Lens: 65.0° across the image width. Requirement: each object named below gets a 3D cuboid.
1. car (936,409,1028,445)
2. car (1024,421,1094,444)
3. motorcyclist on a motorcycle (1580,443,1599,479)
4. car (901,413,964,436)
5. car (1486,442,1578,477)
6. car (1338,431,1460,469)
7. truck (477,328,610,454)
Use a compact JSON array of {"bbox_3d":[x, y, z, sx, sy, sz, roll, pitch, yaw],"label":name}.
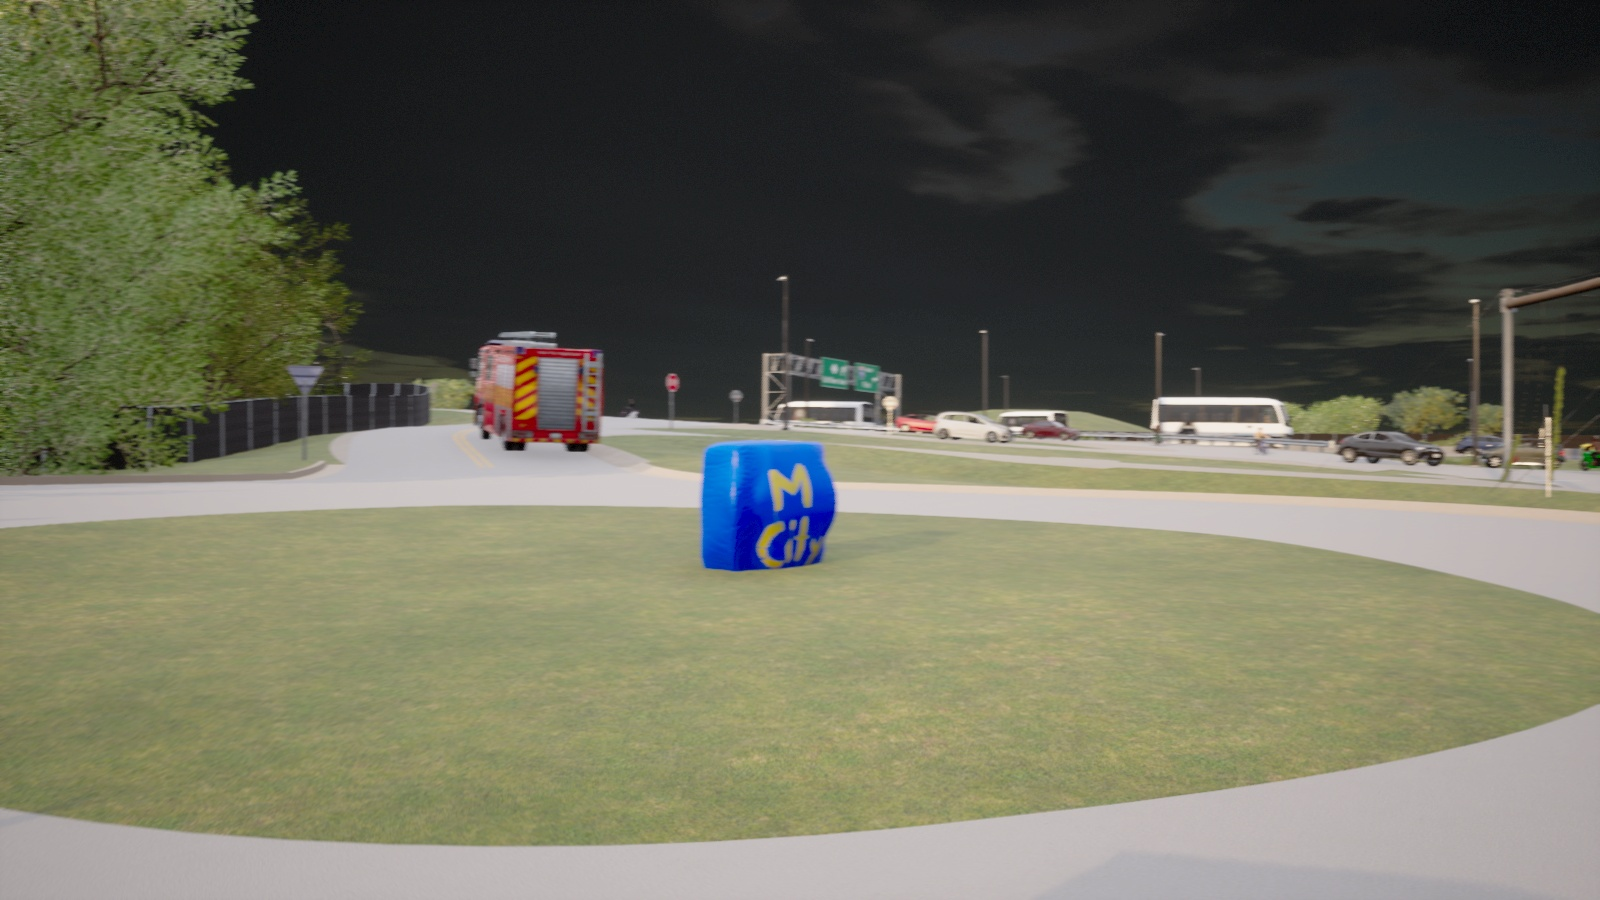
[{"bbox_3d":[10.383,-1.296,71.713,4.611,1.667,2.242,5,2,30],"label":"car"},{"bbox_3d":[19.071,-1.323,92.618,4.674,1.442,1.812,4,2,41],"label":"car"},{"bbox_3d":[35.035,0.485,54.661,0.797,1.523,2.044,1,2,-1],"label":"motorcyclist on a motorcycle"},{"bbox_3d":[10.349,-2.002,97.989,4.514,1.525,2.007,4,1,18],"label":"car"},{"bbox_3d":[36.497,0.462,62.705,3.705,1.549,1.789,3,1,23],"label":"car"},{"bbox_3d":[29.539,-0.036,62.075,2.152,1.651,5.027,2,1,-29],"label":"car"},{"bbox_3d":[-9.050,-2.171,43.431,2.891,3.827,8.468,2,4,-22],"label":"truck"}]
